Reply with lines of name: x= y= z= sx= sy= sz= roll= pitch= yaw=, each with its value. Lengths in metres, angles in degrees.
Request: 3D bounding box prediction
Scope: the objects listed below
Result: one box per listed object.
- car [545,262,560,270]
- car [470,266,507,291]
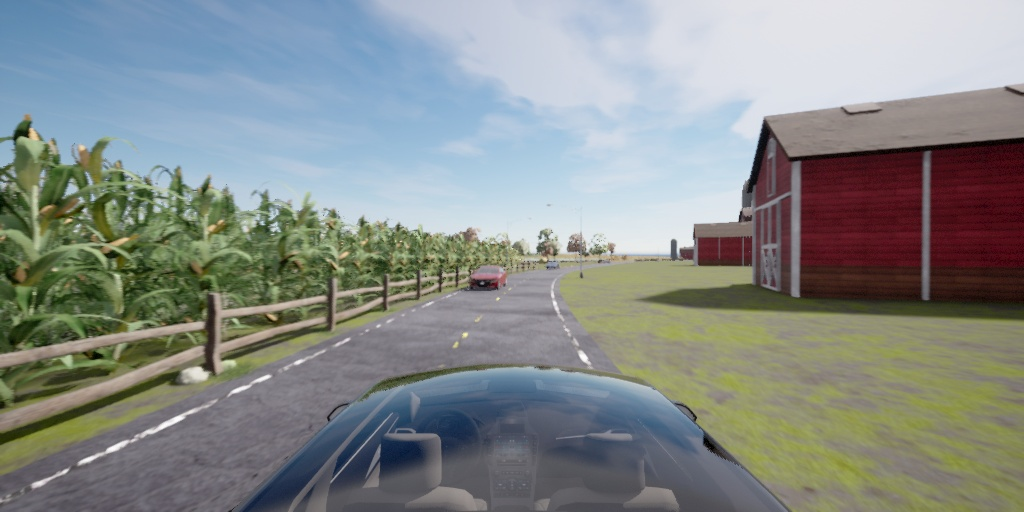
car: x=7.441 y=1.738 z=64.736 sx=2.033 sy=1.411 sz=5.357 roll=0 pitch=0 yaw=18
car: x=-1.490 y=1.400 z=24.075 sx=1.882 sy=1.535 sz=5.008 roll=0 pitch=0 yaw=7
